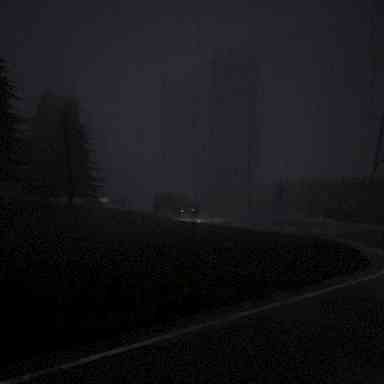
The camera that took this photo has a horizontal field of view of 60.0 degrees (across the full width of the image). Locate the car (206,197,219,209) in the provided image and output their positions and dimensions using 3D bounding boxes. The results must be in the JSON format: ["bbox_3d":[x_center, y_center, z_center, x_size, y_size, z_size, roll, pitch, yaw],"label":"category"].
[{"bbox_3d":[1.520,1.398,42.527,3.988,1.617,1.851,0,0,-36],"label":"car"}]

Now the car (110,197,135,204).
[{"bbox_3d":[-9.780,1.427,48.224,1.812,1.442,4.674,0,0,-34],"label":"car"}]

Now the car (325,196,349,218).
[{"bbox_3d":[13.104,1.277,30.072,1.905,1.878,3.866,0,0,24],"label":"car"}]

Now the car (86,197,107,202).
[{"bbox_3d":[-14.581,1.458,48.852,1.994,1.385,4.181,0,0,-35],"label":"car"}]

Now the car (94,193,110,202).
[{"bbox_3d":[-15.728,1.123,56.650,2.150,2.045,5.566,0,0,-35],"label":"car"}]

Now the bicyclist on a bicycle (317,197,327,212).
[{"bbox_3d":[13.765,1.389,34.782,1.656,1.620,0.582,0,0,-12],"label":"bicyclist on a bicycle"}]

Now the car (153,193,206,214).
[{"bbox_3d":[-1.501,1.115,30.021,2.150,2.045,5.566,0,0,-35],"label":"car"}]

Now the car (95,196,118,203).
[{"bbox_3d":[-17.793,1.464,69.301,4.181,1.381,1.994,0,0,-36],"label":"car"}]
